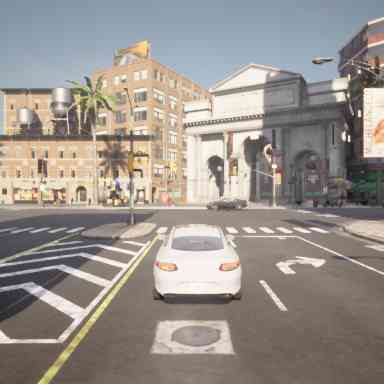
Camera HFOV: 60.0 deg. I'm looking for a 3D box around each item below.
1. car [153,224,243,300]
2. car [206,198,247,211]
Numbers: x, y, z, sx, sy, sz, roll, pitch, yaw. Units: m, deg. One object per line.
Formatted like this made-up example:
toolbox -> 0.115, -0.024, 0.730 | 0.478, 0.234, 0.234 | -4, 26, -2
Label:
car -> 0.108, 1.526, 8.276 | 1.812, 1.442, 4.674 | 0, 0, 0
car -> 4.228, 1.491, 40.541 | 4.902, 1.511, 2.128 | 0, 0, 1
